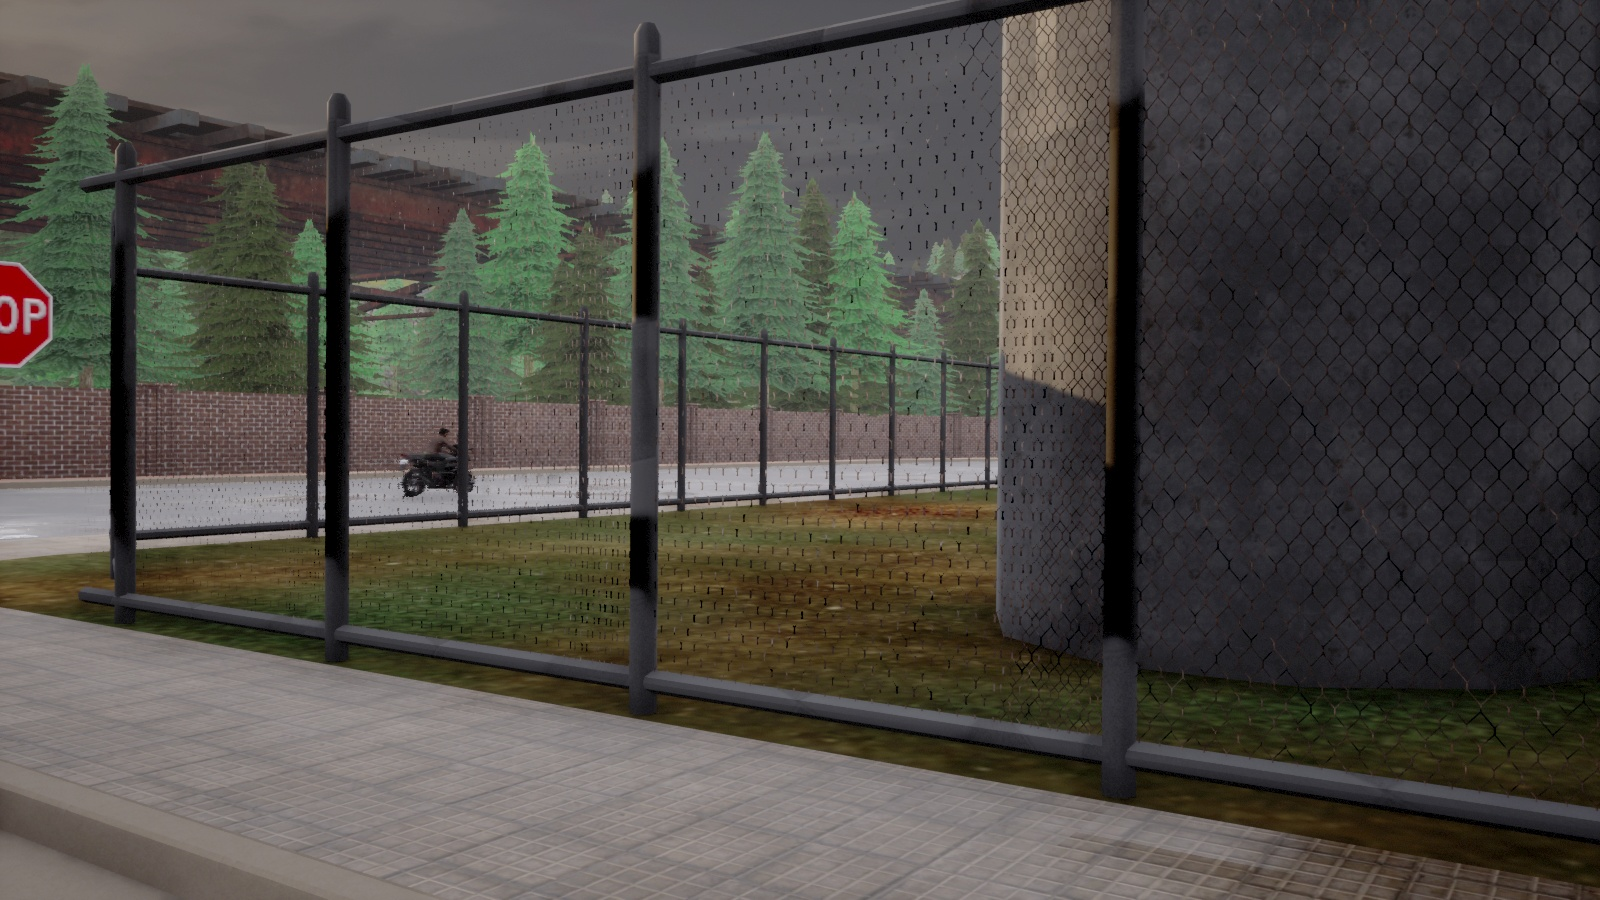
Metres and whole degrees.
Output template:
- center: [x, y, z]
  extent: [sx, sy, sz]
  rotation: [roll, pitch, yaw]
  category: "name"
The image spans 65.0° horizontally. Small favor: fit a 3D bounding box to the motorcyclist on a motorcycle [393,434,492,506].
- center: [-7.825, 0.408, 27.580]
  extent: [0.797, 1.523, 2.044]
  rotation: [0, 1, 34]
  category: "motorcyclist on a motorcycle"
